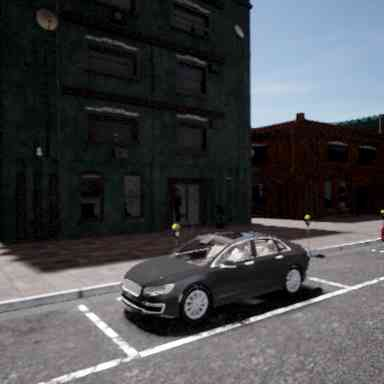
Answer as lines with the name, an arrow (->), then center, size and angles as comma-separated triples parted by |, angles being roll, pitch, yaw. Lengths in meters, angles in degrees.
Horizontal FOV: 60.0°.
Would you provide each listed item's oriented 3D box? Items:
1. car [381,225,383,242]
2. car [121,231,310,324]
car -> 9.724, 1.309, 13.498 | 5.009, 1.841, 2.192 | 0, -1, -35
car -> 0.690, 1.549, 7.054 | 4.403, 1.369, 2.008 | 0, -1, -35
